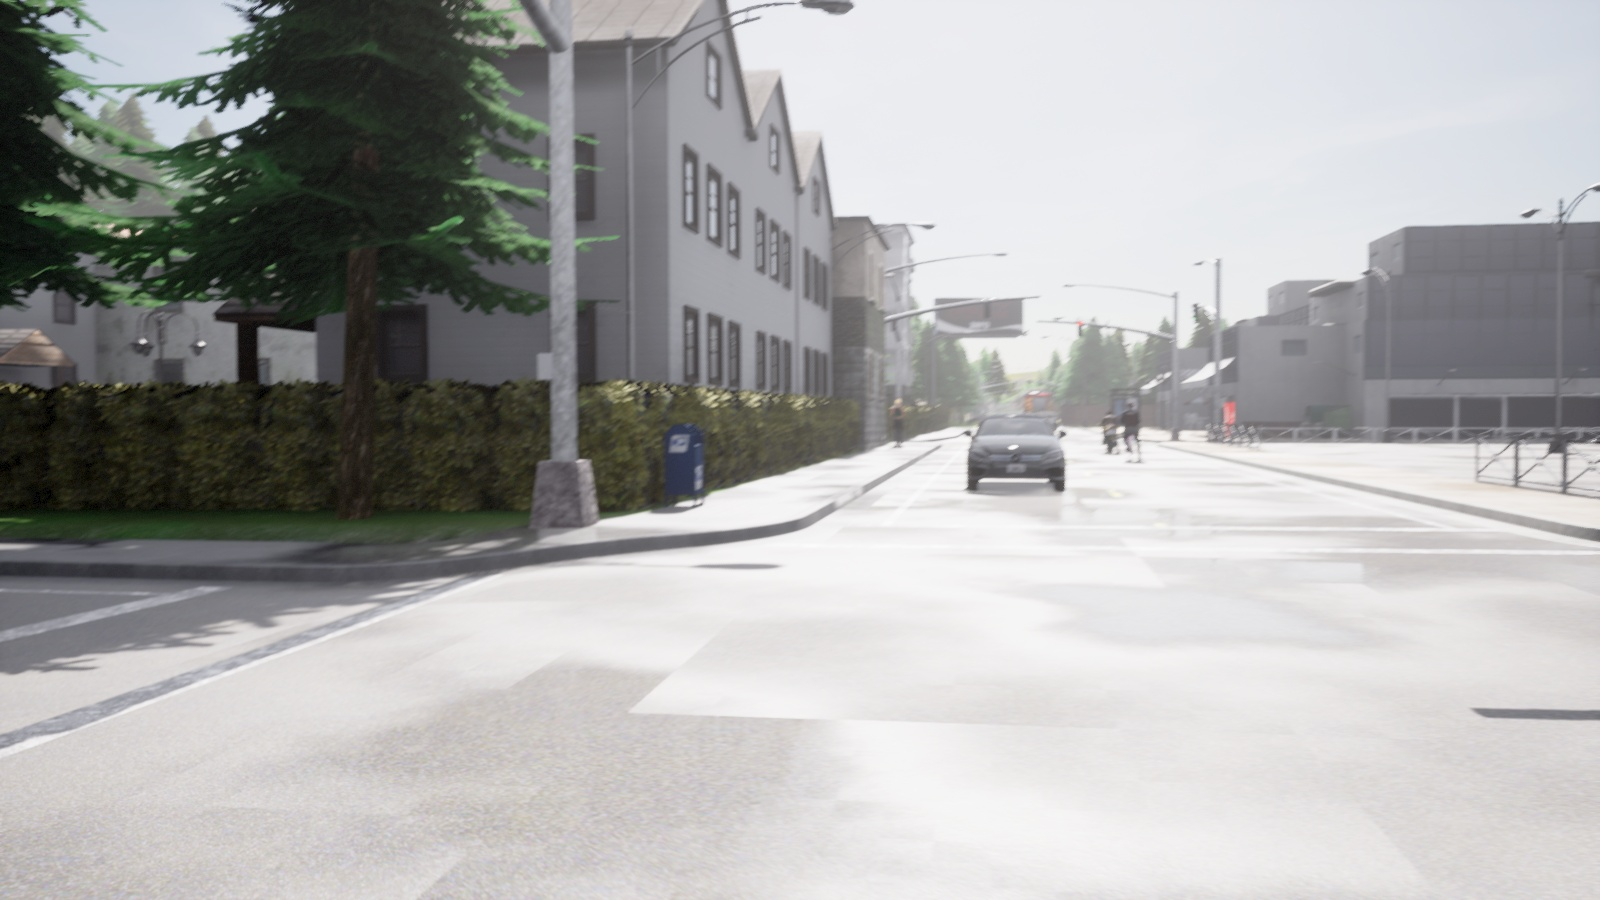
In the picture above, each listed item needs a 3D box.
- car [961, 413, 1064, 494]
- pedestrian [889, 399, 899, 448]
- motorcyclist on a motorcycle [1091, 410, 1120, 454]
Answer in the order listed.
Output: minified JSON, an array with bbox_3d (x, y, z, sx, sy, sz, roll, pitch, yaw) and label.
[{"bbox_3d":[4.140,0.003,24.702,1.812,1.442,4.674,0,2,9],"label":"car"},{"bbox_3d":[3.557,-0.993,47.455,0.345,1.836,0.594,0,2,8],"label":"pedestrian"},{"bbox_3d":[10.681,-0.647,43.953,0.797,1.523,2.044,0,2,9],"label":"motorcyclist on a motorcycle"}]
